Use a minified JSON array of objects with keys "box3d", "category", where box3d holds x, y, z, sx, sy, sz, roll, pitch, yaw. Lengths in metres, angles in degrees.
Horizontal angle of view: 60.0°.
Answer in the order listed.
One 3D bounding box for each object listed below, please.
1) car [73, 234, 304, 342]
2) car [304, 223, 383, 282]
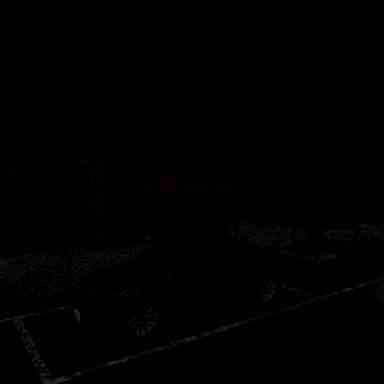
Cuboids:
[{"box3d":[-0.036,1.566,6.510,4.313,1.339,1.947,0,0,-35],"category":"car"},{"box3d":[4.445,1.582,9.702,4.206,1.307,1.802,0,0,-35],"category":"car"}]
